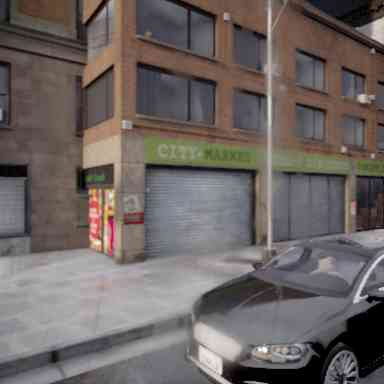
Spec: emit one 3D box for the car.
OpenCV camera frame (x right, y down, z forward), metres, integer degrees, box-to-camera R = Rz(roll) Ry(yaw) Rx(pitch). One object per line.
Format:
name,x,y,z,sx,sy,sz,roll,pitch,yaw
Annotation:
car,2.172,1.494,4.924,4.902,1.511,2.128,0,0,-36
